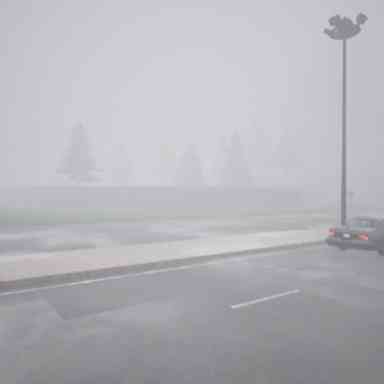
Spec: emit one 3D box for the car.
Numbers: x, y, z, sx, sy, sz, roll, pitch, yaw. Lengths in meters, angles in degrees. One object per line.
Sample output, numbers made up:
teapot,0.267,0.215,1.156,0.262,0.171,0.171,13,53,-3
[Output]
car,7.725,1.680,13.684,5.357,1.411,2.033,1,0,-35
